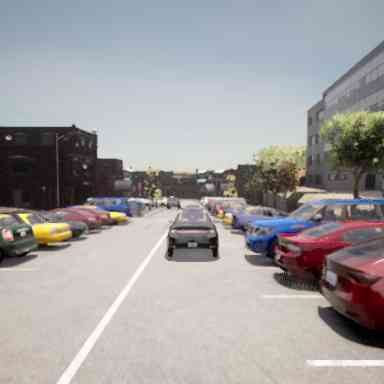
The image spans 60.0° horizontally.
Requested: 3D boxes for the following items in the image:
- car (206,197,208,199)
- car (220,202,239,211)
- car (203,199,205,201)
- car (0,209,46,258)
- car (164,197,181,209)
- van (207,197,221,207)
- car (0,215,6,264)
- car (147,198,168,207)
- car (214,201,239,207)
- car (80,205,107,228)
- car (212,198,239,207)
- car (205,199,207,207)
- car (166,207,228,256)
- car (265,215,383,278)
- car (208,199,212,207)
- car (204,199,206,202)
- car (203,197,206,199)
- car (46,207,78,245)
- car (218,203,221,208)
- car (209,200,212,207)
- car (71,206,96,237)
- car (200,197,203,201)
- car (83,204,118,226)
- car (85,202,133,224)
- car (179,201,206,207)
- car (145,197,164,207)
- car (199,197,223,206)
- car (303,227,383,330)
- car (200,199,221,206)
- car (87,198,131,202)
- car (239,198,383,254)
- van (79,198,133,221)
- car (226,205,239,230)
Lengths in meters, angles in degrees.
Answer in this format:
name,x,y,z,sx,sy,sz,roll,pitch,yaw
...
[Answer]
name,x,y,z,sx,sy,sz,roll,pitch,yaw
car,4.678,1.937,47.479,4.553,1.767,2.185,0,-1,0
car,4.835,1.682,22.336,5.366,1.575,1.946,0,-1,0
car,4.675,2.218,55.858,4.792,1.488,2.163,0,-1,0
car,-7.649,1.385,10.900,4.553,1.767,2.185,0,-1,0
car,-3.065,1.940,56.680,2.150,2.045,5.566,0,-1,0
van,4.531,1.753,41.893,4.442,1.987,1.878,0,-1,0
car,-7.685,1.473,8.109,5.008,1.535,2.097,0,0,0
car,-7.653,2.328,73.687,4.553,1.767,2.185,0,-1,0
car,4.834,1.766,27.923,5.366,1.575,1.946,0,-1,0
car,-7.678,1.678,19.397,4.674,1.452,2.002,0,-1,0
car,4.616,1.728,33.513,4.553,1.767,2.185,0,-1,0
car,4.642,2.023,44.808,5.008,1.535,2.097,0,-1,0
car,0.044,1.561,13.375,2.128,1.511,4.902,0,-1,1
car,4.649,1.480,8.429,5.008,1.535,2.097,0,-1,0
car,4.654,1.938,39.097,4.892,1.521,2.231,0,-1,0
car,4.645,2.145,50.269,4.674,1.452,2.002,0,-1,0
car,4.615,2.105,58.651,4.553,1.767,2.185,0,-1,0
car,-7.866,1.551,13.817,5.366,1.575,1.946,0,-1,0
car,4.677,1.757,25.130,4.792,1.488,2.163,0,-1,0
car,4.642,1.896,36.303,4.892,1.521,2.231,0,-1,0
car,-7.652,1.626,16.608,4.792,1.488,2.163,0,-1,0
car,4.674,2.021,61.448,5.566,2.045,2.435,0,-1,0
car,-7.678,1.718,22.063,4.674,1.452,2.002,0,-1,0
car,-7.496,1.719,24.980,5.366,1.575,1.946,0,-1,0
car,0.047,1.833,29.197,1.812,1.442,4.674,0,-1,0
car,-7.713,2.160,70.876,5.566,2.045,2.435,0,-1,0
car,4.617,2.315,81.000,5.566,2.045,2.435,0,-1,0
car,4.680,1.488,5.597,4.792,1.488,2.163,0,0,0
car,4.639,2.608,83.790,5.008,1.535,2.097,0,-1,0
car,-7.710,1.511,27.649,5.566,2.045,2.435,0,-1,0
car,4.622,1.266,11.167,5.566,2.045,2.435,0,-1,0
van,-7.798,1.578,30.440,4.442,1.987,1.878,0,-1,0
car,4.679,1.673,19.543,4.792,1.488,2.163,0,-1,0
